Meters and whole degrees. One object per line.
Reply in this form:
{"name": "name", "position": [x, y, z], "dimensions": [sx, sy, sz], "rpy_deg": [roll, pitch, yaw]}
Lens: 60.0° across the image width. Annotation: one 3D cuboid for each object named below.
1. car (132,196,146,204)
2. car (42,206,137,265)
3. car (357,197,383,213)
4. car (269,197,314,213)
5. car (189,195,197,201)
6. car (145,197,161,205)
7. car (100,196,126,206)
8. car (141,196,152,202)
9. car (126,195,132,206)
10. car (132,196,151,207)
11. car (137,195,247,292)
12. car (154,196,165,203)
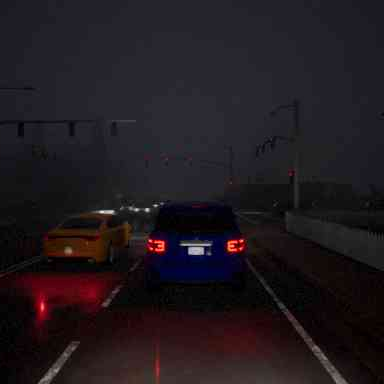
{"name": "car", "position": [-10.350, 1.477, 65.309], "dimensions": [1.882, 1.535, 5.008], "rpy_deg": [0, 0, 1]}
{"name": "car", "position": [-3.392, 1.478, 11.674], "dimensions": [1.882, 1.535, 5.008], "rpy_deg": [0, 0, 0]}
{"name": "car", "position": [20.528, 1.352, 36.316], "dimensions": [4.553, 1.767, 2.097], "rpy_deg": [0, 0, -1]}
{"name": "car", "position": [10.746, 1.352, 36.100], "dimensions": [4.553, 1.767, 2.097], "rpy_deg": [0, 0, -1]}
{"name": "car", "position": [0.245, 1.540, 89.039], "dimensions": [2.033, 1.411, 5.357], "rpy_deg": [0, 0, 0]}
{"name": "car", "position": [-6.912, 1.547, 59.352], "dimensions": [2.033, 1.411, 5.357], "rpy_deg": [0, 0, 0]}
{"name": "car", "position": [-10.478, 1.491, 43.110], "dimensions": [2.128, 1.511, 4.902], "rpy_deg": [0, 0, 0]}
{"name": "car", "position": [-10.292, 1.595, 75.302], "dimensions": [1.895, 1.301, 4.718], "rpy_deg": [0, 0, 0]}
{"name": "car", "position": [-10.439, 1.351, 54.027], "dimensions": [2.097, 1.767, 4.553], "rpy_deg": [0, 0, 0]}
{"name": "car", "position": [-6.932, 1.526, 47.265], "dimensions": [1.812, 1.442, 4.674], "rpy_deg": [0, 0, -1]}
{"name": "car", "position": [0.087, 1.221, 9.050], "dimensions": [2.150, 2.045, 5.566], "rpy_deg": [0, 0, 0]}
{"name": "car", "position": [-6.808, 1.524, 69.545], "dimensions": [1.812, 1.442, 4.674], "rpy_deg": [0, 0, 0]}
